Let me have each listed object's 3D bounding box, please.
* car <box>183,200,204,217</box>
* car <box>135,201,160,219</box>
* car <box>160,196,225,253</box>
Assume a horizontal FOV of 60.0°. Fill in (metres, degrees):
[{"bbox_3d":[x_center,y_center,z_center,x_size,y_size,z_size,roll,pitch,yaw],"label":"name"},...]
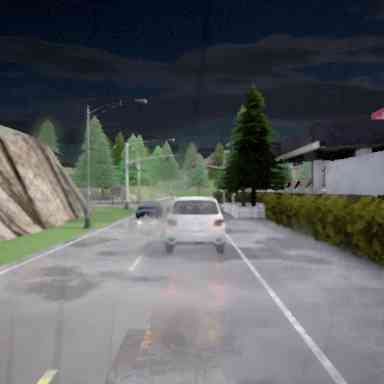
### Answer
[{"bbox_3d":[0.136,1.520,31.864,1.895,1.301,4.718,0,0,0],"label":"car"},{"bbox_3d":[-3.539,1.475,28.316,2.033,1.411,5.357,0,0,0],"label":"car"},{"bbox_3d":[0.115,1.188,13.753,2.150,2.045,5.566,0,0,0],"label":"car"}]
